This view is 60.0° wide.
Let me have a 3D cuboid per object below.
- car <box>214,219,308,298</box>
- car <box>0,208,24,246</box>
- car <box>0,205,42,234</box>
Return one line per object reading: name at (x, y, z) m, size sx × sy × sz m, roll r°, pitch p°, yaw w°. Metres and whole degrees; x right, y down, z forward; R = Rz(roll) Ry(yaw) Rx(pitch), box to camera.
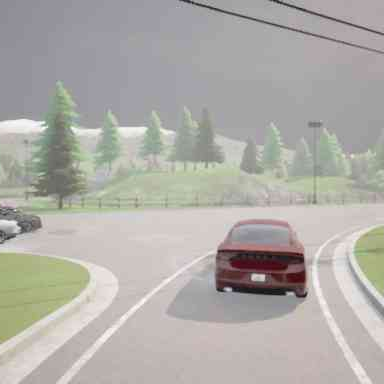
car at (1.817, 1.415, 8.553) m, size 1.882 × 1.535 × 5.008 m, roll 0°, pitch 0°, yaw 14°
car at (-9.504, 1.506, 13.318) m, size 4.718 × 1.301 × 1.895 m, roll 0°, pitch 0°, yaw -28°
car at (-9.983, 1.444, 17.017) m, size 4.181 × 1.385 × 1.994 m, roll 0°, pitch 0°, yaw -28°
